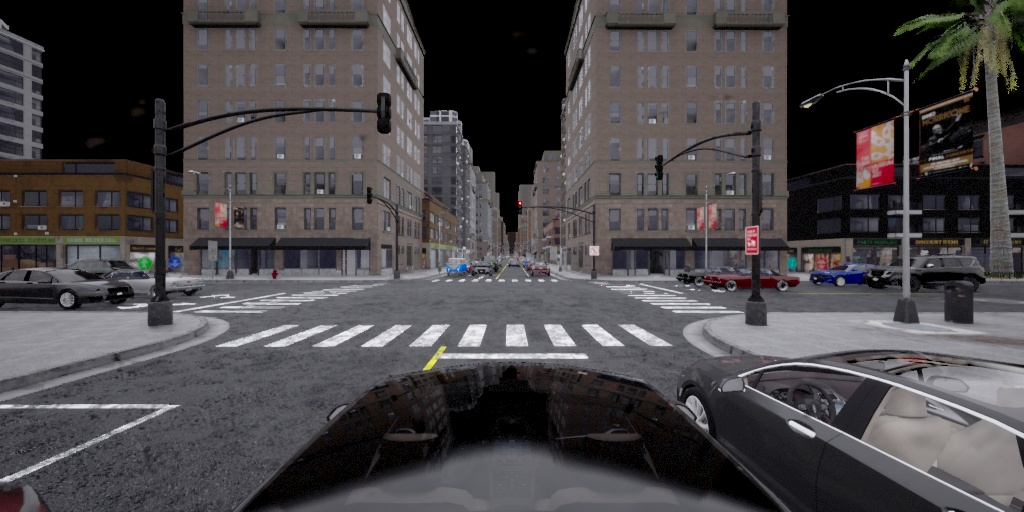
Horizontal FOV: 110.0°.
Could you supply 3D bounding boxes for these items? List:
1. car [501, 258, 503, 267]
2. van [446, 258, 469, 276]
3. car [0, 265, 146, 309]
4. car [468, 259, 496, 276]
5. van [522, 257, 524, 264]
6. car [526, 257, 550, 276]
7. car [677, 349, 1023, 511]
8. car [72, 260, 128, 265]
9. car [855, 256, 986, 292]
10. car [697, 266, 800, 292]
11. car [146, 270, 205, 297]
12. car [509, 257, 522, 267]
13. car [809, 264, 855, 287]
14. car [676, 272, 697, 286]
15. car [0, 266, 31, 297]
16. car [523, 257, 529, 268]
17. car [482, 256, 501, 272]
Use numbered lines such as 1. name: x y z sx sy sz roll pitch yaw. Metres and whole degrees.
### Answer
1. car: -2.852 1.354 55.718 1.895 1.301 4.718 0 0 0
2. van: -5.704 1.093 36.981 1.690 1.789 3.998 0 0 0
3. car: -17.935 1.232 14.161 4.892 1.490 1.837 0 0 0
4. car: -2.948 1.316 36.619 1.994 1.385 4.181 0 0 0
5. van: 2.929 1.094 59.620 1.690 1.789 3.998 0 0 0
6. car: 2.822 1.192 36.943 1.967 1.591 4.097 0 0 0
7. car: 2.669 1.300 2.293 2.007 1.370 4.403 0 0 0
8. car: -28.210 1.050 24.058 4.553 1.767 2.097 0 0 0
9. car: 24.106 1.005 21.073 5.566 2.045 2.150 0 0 0
10. car: 13.855 1.370 21.023 4.718 1.301 1.895 0 0 0
11. car: -17.898 1.324 17.410 4.718 1.301 1.895 0 0 0
12. car: 0.387 1.316 65.412 1.994 1.385 4.181 0 0 1
13. car: 23.056 1.258 24.317 5.008 1.535 1.882 0 0 0
14. car: 13.737 1.365 24.272 4.718 1.301 1.895 0 0 0
15. car: -26.883 1.235 17.366 4.674 1.442 1.812 0 0 0
16. car: 2.876 1.193 48.281 1.967 1.591 4.097 0 0 0
17. car: -2.900 0.975 45.927 2.150 2.045 5.566 0 0 0
